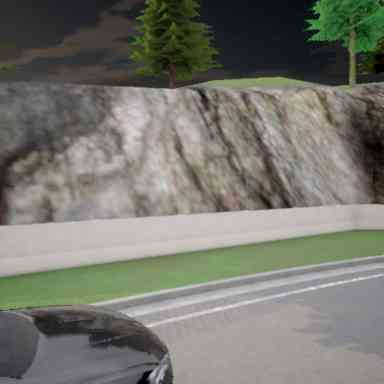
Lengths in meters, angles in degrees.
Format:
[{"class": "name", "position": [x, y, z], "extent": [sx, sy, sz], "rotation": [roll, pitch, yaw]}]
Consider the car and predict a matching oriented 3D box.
[{"class": "car", "position": [-2.376, 1.490, 2.048], "extent": [4.902, 1.511, 2.128], "rotation": [-1, 1, -36]}]
